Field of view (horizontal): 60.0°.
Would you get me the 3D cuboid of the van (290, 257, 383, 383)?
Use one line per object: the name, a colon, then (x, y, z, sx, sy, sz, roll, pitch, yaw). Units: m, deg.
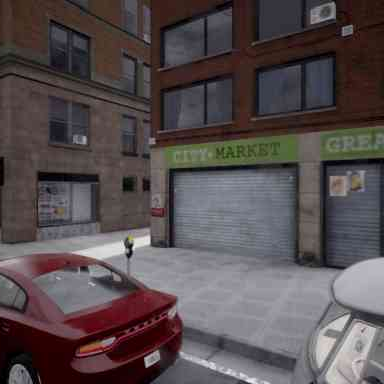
van: (2.395, 1.341, 1.367, 3.998, 1.788, 1.690, 0, 0, 35)

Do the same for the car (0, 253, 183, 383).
car: (-2.214, 1.544, 4.653, 4.507, 1.381, 1.887, 0, 0, 35)
